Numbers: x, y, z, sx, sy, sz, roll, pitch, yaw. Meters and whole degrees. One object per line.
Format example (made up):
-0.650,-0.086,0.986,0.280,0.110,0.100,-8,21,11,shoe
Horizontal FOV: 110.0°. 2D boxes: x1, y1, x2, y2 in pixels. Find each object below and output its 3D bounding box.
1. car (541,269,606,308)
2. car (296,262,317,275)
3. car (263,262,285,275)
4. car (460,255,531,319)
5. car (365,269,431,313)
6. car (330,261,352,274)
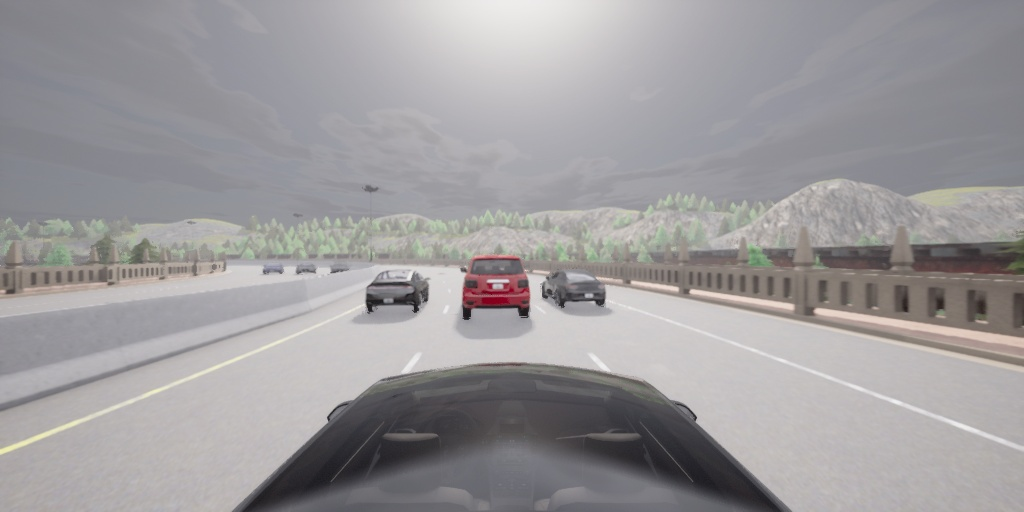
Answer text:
2.513,1.284,15.345,1.812,1.442,4.674,0,0,-7,car
-23.676,1.443,41.425,1.994,1.385,4.181,0,0,-27,car
-27.952,1.420,42.166,1.812,1.442,4.674,0,0,-28,car
-0.704,0.988,13.179,2.150,2.045,5.566,0,0,-6,car
-4.392,1.272,14.265,2.128,1.511,4.902,0,0,-7,car
-19.227,1.368,40.259,1.837,1.490,4.892,0,0,-25,car
